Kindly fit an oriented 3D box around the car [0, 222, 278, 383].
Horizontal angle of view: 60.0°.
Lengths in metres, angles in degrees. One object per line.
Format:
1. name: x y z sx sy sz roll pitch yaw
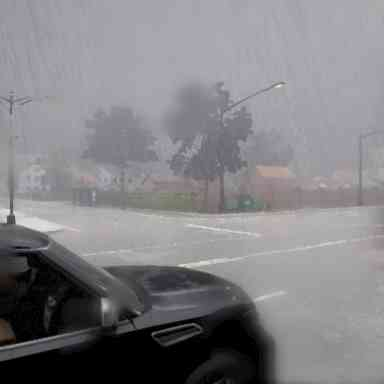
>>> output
1. car: -1.825 1.217 2.439 5.566 2.045 2.150 0 0 -36
